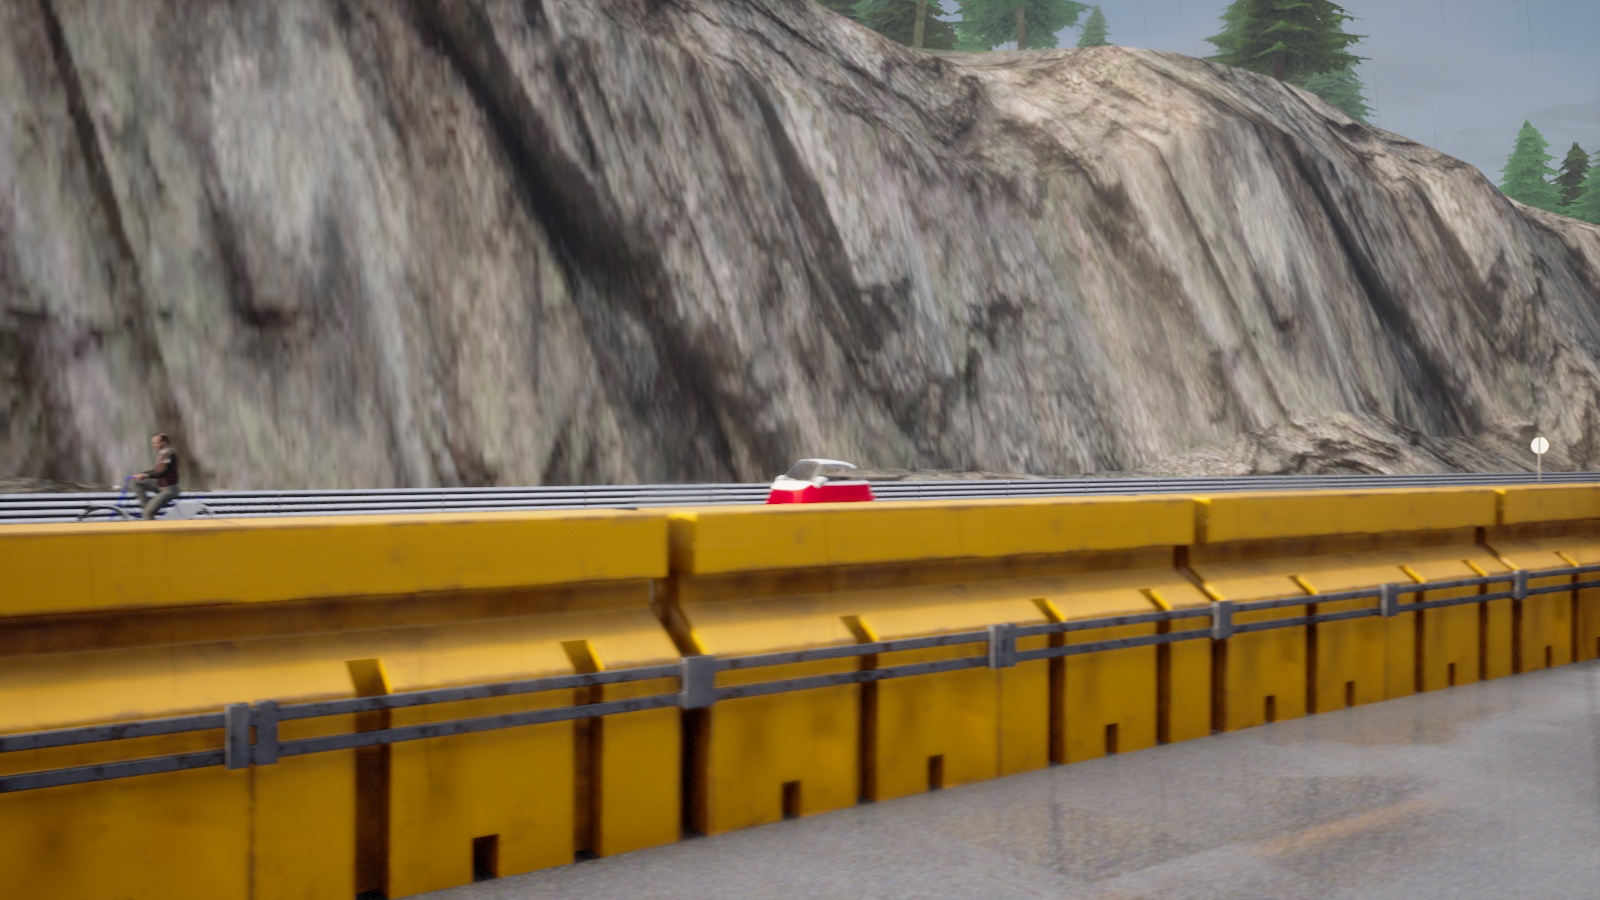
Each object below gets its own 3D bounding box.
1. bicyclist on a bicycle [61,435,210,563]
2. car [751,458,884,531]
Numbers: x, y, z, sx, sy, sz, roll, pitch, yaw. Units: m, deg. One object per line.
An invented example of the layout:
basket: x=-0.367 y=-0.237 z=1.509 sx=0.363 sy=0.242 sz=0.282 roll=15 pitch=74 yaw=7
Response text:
bicyclist on a bicycle: x=-9.649 y=0.680 z=18.266 sx=1.843 sy=1.776 sz=0.659 roll=0 pitch=0 yaw=-35
car: x=0.355 y=0.860 z=25.227 sx=2.207 sy=1.376 sz=1.481 roll=0 pitch=0 yaw=-35
